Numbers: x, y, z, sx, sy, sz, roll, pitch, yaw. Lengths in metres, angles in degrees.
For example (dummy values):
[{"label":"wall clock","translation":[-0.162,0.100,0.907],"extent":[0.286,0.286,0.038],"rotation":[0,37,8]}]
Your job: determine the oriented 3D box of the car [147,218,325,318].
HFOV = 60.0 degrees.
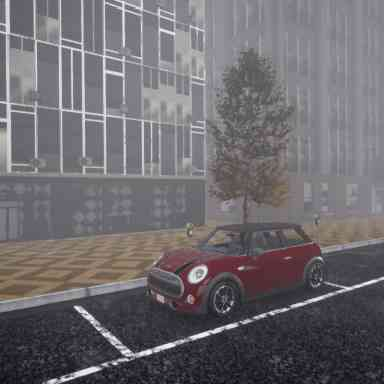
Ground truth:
[{"label":"car","translation":[1.036,1.439,7.312],"extent":[4.097,1.590,1.967],"rotation":[0,-1,-36]}]
